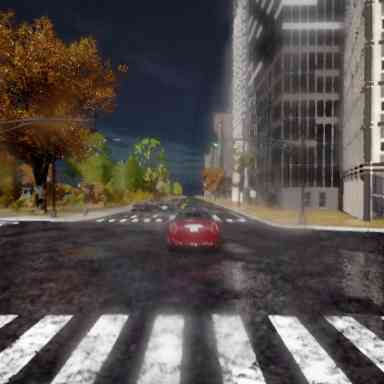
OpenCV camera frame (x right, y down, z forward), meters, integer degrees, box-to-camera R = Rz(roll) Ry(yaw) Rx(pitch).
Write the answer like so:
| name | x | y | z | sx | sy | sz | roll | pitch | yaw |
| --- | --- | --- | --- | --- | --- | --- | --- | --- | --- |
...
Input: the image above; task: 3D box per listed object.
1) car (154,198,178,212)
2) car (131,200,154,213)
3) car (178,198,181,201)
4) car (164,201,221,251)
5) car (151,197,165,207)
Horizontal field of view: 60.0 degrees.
| name | x | y | z | sx | sy | sz | roll | pitch | yaw |
| --- | --- | --- | --- | --- | --- | --- | --- | --- | --- |
| car | -3.343 | 1.870 | 43.778 | 2.128 | 1.511 | 4.902 | 0 | -1 | 0 |
| car | -6.595 | 1.922 | 43.254 | 2.033 | 1.411 | 5.357 | 0 | -1 | 0 |
| car | -3.259 | 1.926 | 64.624 | 2.097 | 1.767 | 4.553 | 0 | 0 | 0 |
| car | 0.089 | 1.476 | 14.777 | 2.097 | 1.767 | 4.553 | 0 | 0 | 0 |
| car | -6.509 | 1.922 | 64.131 | 2.097 | 1.767 | 4.553 | 0 | 0 | 0 |
